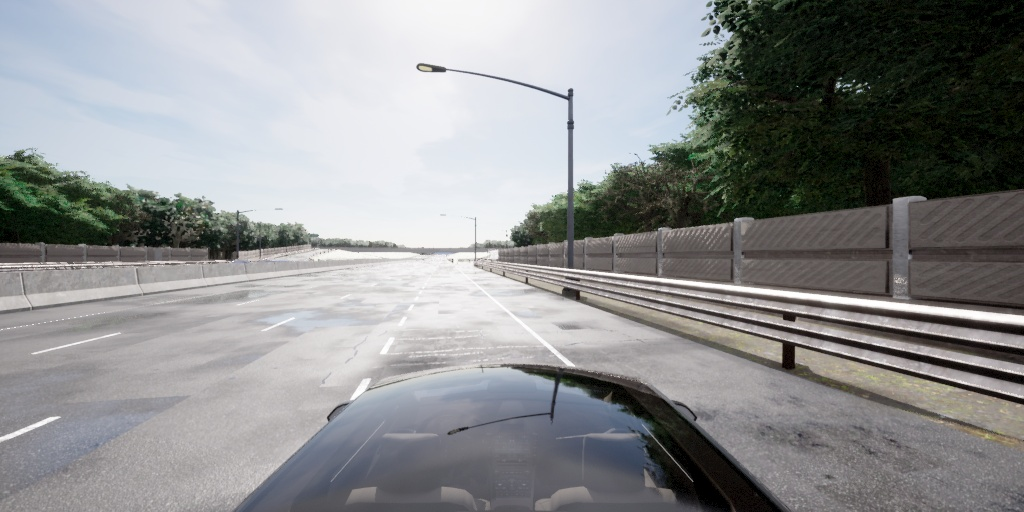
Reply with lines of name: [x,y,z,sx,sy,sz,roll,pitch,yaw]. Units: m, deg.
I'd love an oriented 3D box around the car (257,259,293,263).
car: [-29.449,1.263,44.466,1.882,1.535,5.008,0,0,-11]
